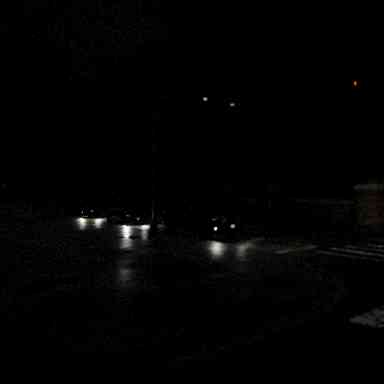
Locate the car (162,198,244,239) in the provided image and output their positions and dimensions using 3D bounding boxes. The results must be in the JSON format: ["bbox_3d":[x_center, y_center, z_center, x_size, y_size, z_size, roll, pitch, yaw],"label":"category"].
[{"bbox_3d":[0.420,1.365,18.653,2.150,2.045,5.566,0,-1,-36],"label":"car"}]

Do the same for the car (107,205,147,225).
[{"bbox_3d":[-5.382,1.766,26.755,1.812,1.442,4.674,0,-1,-36],"label":"car"}]

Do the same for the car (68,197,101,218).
[{"bbox_3d":[-11.561,1.579,35.420,2.150,2.045,5.566,0,-1,-35],"label":"car"}]
